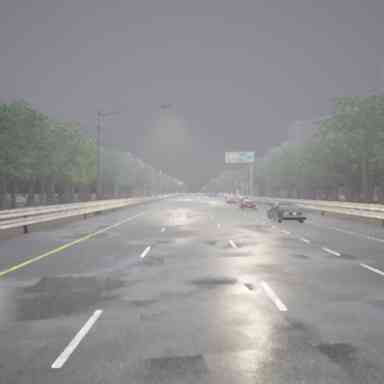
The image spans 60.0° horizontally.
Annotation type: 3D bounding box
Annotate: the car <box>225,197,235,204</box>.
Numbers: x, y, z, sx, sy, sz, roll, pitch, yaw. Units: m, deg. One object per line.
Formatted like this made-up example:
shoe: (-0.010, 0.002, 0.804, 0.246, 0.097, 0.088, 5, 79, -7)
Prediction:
car: (7.219, 1.598, 61.993, 1.895, 1.301, 4.718, 0, 0, 0)

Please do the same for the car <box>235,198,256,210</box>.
car: (7.110, 1.541, 43.566, 1.812, 1.442, 4.674, 0, 0, 0)

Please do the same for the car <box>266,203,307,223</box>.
car: (7.039, 1.554, 25.266, 2.033, 1.411, 5.357, 0, 0, 0)
